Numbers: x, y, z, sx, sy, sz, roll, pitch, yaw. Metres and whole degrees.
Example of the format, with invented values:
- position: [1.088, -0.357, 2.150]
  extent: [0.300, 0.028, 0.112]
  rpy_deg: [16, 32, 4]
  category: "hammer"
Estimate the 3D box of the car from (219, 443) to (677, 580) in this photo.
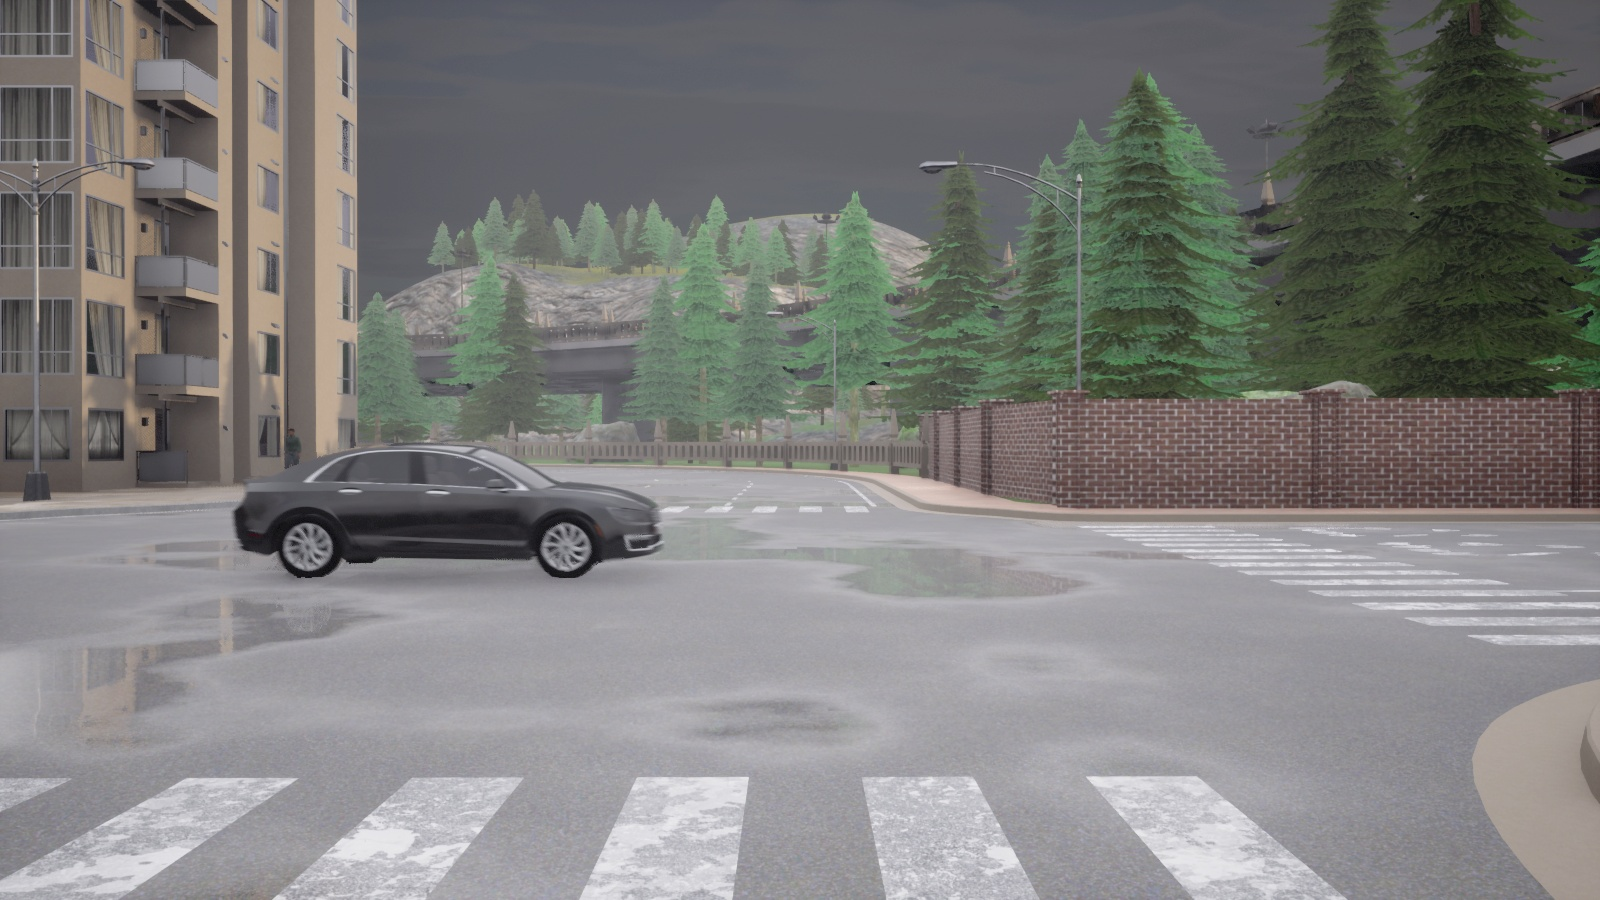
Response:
- position: [-3.992, 0.675, 14.822]
  extent: [4.892, 1.490, 1.837]
  rpy_deg: [0, 0, 0]
  category: "car"

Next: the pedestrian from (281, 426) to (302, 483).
- position: [-16.583, 0.156, 40.946]
  extent: [0.353, 1.847, 0.614]
  rpy_deg: [0, 0, 8]
  category: "pedestrian"
